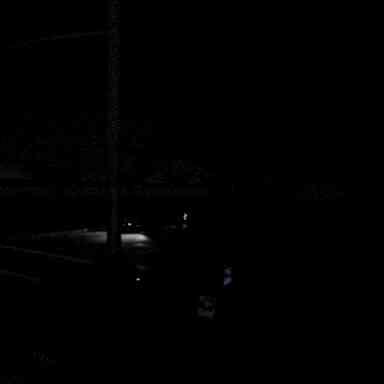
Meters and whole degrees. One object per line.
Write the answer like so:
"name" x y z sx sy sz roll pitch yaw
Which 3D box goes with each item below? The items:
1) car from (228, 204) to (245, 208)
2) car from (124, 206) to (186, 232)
"car" 3.603 1.793 30.062 1.895 1.301 4.718 0 0 36
"car" -2.312 1.697 21.882 1.837 1.490 4.892 0 0 36
